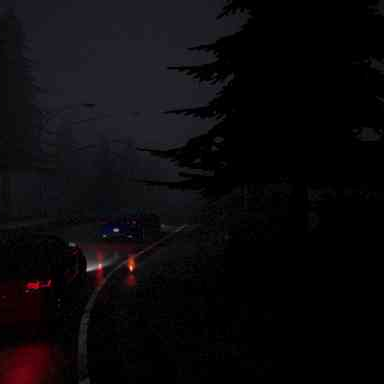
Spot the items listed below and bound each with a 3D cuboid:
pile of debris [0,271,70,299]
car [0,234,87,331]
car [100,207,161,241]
[{"bbox_3d":[-3.966,2.185,7.973,1.500,0.140,1.860,0,0,-4],"label":"pile of debris"},{"bbox_3d":[-3.475,1.568,6.925,1.994,1.385,4.181,0,0,-11],"label":"car"},{"bbox_3d":[-2.930,1.496,16.816,1.882,1.535,5.008,0,0,8],"label":"car"}]
